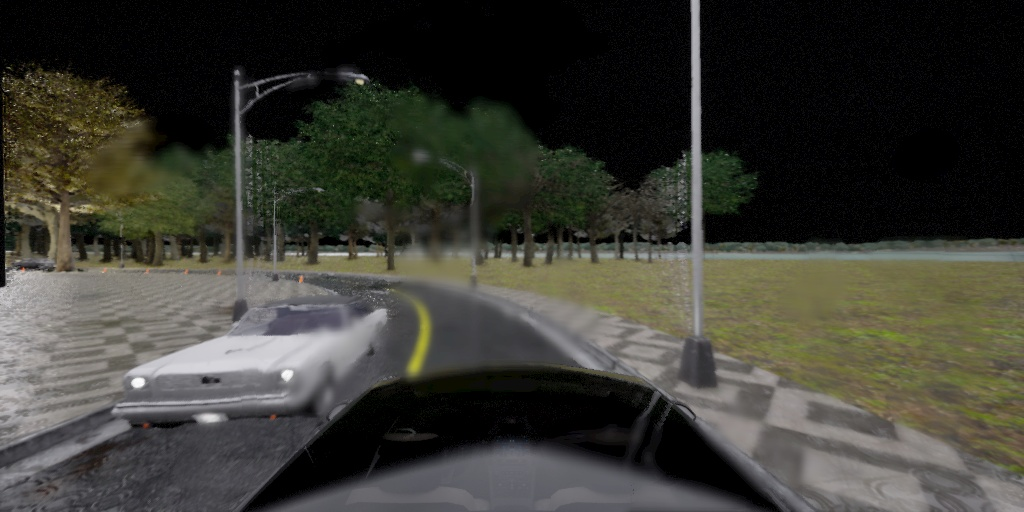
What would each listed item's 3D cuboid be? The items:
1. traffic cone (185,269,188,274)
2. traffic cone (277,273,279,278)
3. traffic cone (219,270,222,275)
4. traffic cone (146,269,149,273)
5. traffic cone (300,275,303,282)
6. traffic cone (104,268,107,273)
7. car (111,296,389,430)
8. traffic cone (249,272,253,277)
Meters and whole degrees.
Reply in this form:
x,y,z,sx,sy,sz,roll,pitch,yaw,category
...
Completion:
x,y,z,sx,sy,sz,roll,pitch,yaw,category
-34.032,1.676,37.502,0.340,0.580,0.340,0,0,11,traffic cone
-21.127,1.813,32.352,0.340,0.580,0.340,0,0,33,traffic cone
-29.524,1.717,36.335,0.340,0.580,0.340,0,0,18,traffic cone
-38.710,1.637,38.107,0.340,0.580,0.340,0,0,5,traffic cone
-17.371,1.858,29.600,0.340,0.580,0.340,0,0,40,traffic cone
-43.692,1.594,38.538,0.340,0.580,0.340,0,0,5,traffic cone
-3.460,1.402,5.941,1.895,1.301,4.718,-1,0,-8,car
-25.200,1.762,34.608,0.340,0.580,0.340,0,0,25,traffic cone
